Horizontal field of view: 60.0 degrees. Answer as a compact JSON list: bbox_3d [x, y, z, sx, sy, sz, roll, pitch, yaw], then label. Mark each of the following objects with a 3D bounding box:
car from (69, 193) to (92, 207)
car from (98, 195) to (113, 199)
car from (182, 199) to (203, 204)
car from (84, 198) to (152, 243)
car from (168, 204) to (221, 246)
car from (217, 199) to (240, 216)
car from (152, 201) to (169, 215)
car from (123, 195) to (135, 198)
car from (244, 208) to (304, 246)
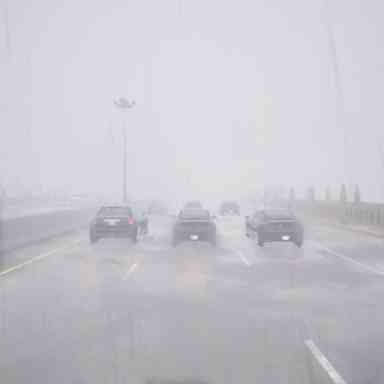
[{"bbox_3d":[-17.582,1.233,52.747,2.150,2.045,5.566,0,0,0],"label":"car"},{"bbox_3d":[-14.075,1.364,54.098,2.097,1.767,4.553,0,0,0],"label":"car"},{"bbox_3d":[0.092,1.512,33.122,1.837,1.490,4.892,0,0,0],"label":"car"},{"bbox_3d":[-3.404,1.356,16.315,2.097,1.767,4.553,0,0,0],"label":"car"},{"bbox_3d":[0.096,1.508,15.306,1.837,1.490,4.892,0,0,0],"label":"car"},{"bbox_3d":[3.591,1.512,33.121,1.837,1.490,4.892,0,0,0],"label":"car"},{"bbox_3d":[-3.409,1.571,33.866,1.994,1.385,4.181,0,0,0],"label":"car"},{"bbox_3d":[-10.567,1.364,55.222,2.097,1.767,4.553,0,0,1],"label":"car"},{"bbox_3d":[3.596,1.508,15.187,1.837,1.490,4.892,0,0,0],"label":"car"}]
